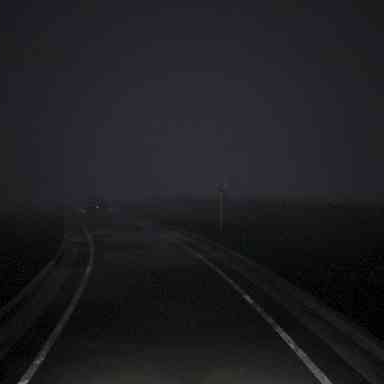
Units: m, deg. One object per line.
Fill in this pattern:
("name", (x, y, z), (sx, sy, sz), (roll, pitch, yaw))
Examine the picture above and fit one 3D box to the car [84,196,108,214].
("car", (-9.418, 1.360, 32.855), (1.994, 1.385, 4.181), (0, 1, -19))
